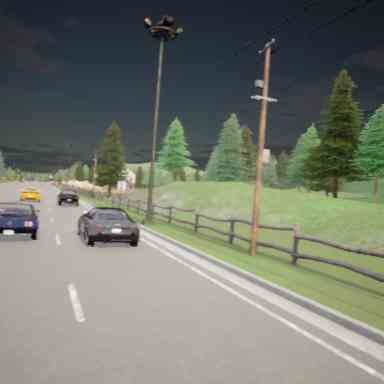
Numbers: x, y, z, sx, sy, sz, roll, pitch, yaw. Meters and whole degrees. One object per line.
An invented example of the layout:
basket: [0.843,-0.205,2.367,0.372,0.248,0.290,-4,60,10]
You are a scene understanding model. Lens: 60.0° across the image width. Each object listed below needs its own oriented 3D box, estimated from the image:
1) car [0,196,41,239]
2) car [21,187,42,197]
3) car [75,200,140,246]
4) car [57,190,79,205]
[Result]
car: [-7.284,1.062,13.652,1.895,1.301,4.718,4,0,-24]
car: [-17.523,0.187,36.268,1.882,1.535,5.008,4,0,-24]
car: [-3.549,1.309,13.875,1.994,1.385,4.181,4,0,-24]
car: [-12.759,0.546,34.209,1.882,1.535,5.008,4,0,-24]
